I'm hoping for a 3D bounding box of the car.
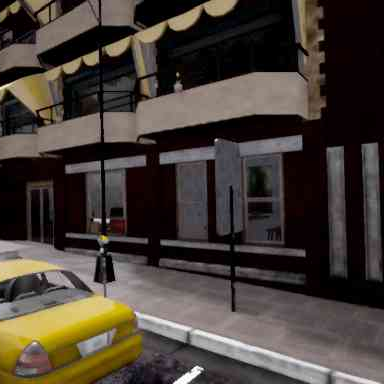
[{"bbox_3d":[-2.862,1.528,4.788,4.829,1.417,1.752,0,-2,36],"label":"car"}]
